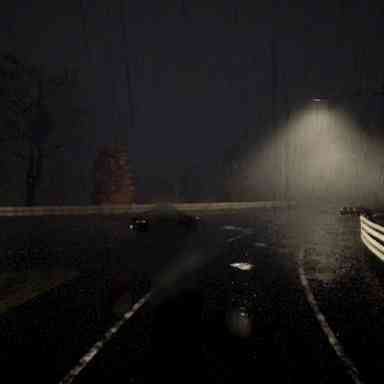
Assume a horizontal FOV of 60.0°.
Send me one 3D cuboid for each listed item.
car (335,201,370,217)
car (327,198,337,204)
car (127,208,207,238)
[{"bbox_3d":[17.542,1.856,35.711,2.033,1.411,5.357,0,-1,41],"label":"car"},{"bbox_3d":[36.073,2.199,85.860,1.882,1.535,5.008,0,0,13],"label":"car"},{"bbox_3d":[-1.314,1.653,18.644,4.674,1.442,1.812,1,0,-36],"label":"car"}]
